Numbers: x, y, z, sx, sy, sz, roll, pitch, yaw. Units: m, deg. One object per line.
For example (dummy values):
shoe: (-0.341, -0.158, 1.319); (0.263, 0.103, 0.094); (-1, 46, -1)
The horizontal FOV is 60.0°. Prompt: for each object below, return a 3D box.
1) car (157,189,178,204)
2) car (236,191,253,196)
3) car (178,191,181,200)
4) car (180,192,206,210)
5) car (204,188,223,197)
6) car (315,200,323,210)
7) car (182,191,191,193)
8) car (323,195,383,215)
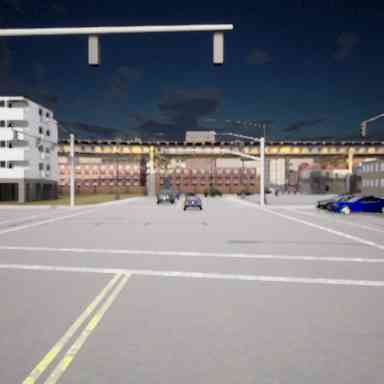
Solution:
car: (-3.573, 0.586, 46.313); (2.150, 2.045, 5.566); (0, 1, 1)
car: (13.430, 0.361, 84.712); (4.674, 1.442, 1.812); (0, 1, -24)
car: (-3.530, 0.354, 63.353); (2.150, 2.045, 5.566); (0, 1, 0)
car: (0.096, 1.061, 34.670); (2.033, 1.411, 5.357); (0, 0, 0)
car: (4.961, 0.152, 78.290); (2.150, 2.045, 5.566); (1, 1, 39)
car: (13.839, 0.985, 30.369); (4.902, 1.511, 2.128); (-1, 1, 1)
car: (-1.247, 0.498, 74.915); (2.128, 1.511, 4.902); (0, 1, 23)
car: (13.676, 1.019, 26.871); (5.008, 1.535, 1.882); (-1, 1, 1)
